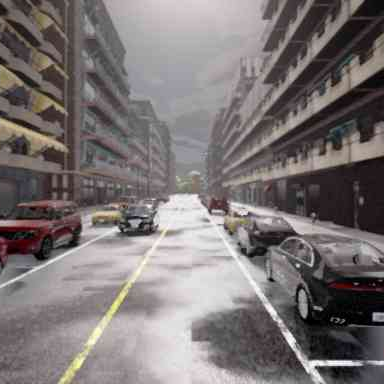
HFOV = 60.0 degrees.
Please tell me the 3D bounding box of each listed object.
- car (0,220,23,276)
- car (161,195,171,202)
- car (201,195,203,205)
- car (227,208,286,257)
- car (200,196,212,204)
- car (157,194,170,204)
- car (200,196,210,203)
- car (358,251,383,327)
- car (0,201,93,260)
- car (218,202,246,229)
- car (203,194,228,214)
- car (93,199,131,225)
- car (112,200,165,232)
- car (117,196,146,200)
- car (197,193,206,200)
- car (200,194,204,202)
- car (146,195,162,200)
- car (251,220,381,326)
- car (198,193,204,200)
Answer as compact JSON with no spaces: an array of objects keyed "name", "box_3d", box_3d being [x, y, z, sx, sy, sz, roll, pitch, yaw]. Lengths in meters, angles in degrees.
[{"name":"car","box_3d":[-5.685,1.535,6.925,1.887,1.381,4.507,1,0,0]},{"name":"car","box_3d":[-5.760,1.465,73.739,1.802,1.307,4.206,1,0,0]},{"name":"car","box_3d":[2.652,1.470,45.875,2.008,1.369,4.403,1,0,0]},{"name":"car","box_3d":[2.689,1.526,12.468,2.008,1.369,4.403,1,0,0]},{"name":"car","box_3d":[2.634,1.444,62.579,2.008,1.369,4.403,1,0,0]},{"name":"car","box_3d":[-5.744,1.214,62.603,2.192,1.841,5.009,1,0,0]},{"name":"car","box_3d":[2.627,1.451,68.147,1.947,1.339,4.313,1,0,0]},{"name":"car","box_3d":[2.703,1.436,1.332,1.967,1.590,4.097,1,0,0]},{"name":"car","box_3d":[-5.688,1.295,12.492,2.192,1.841,5.009,1,0,0]},{"name":"car","box_3d":[2.683,1.490,18.206,1.752,1.417,4.829,1,0,0]},{"name":"car","box_3d":[2.667,1.252,34.739,2.192,1.841,5.009,1,0,0]},{"name":"car","box_3d":[-5.703,1.486,23.458,1.752,1.417,4.829,1,0,0]},{"name":"car","box_3d":[-3.019,1.469,19.857,2.128,1.511,4.902,0,0,0]},{"name":"car","box_3d":[-5.707,1.266,29.196,2.192,1.841,5.009,1,0,0]},{"name":"car","box_3d":[2.606,1.169,90.419,2.192,1.841,5.009,1,0,0]},{"name":"car","box_3d":[2.646,1.455,51.443,1.887,1.381,4.507,1,0,0]},{"name":"car","box_3d":[-5.728,1.490,45.900,1.947,1.339,4.313,1,0,0]},{"name":"car","box_3d":[2.695,1.536,6.901,2.008,1.369,4.403,1,0,0]},{"name":"car","box_3d":[2.642,1.217,57.010,2.192,1.841,5.009,1,0,0]}]
